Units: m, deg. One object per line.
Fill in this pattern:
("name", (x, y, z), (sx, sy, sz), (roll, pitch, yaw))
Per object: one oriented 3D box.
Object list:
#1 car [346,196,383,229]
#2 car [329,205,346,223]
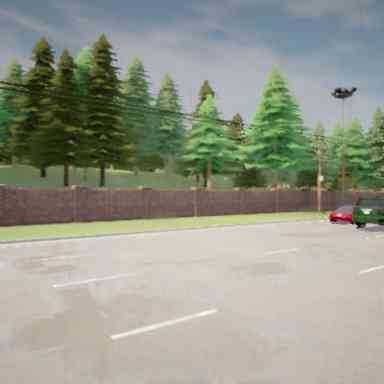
("car", (12.522, 1.301, 21.274), (5.566, 2.045, 2.150), (0, 0, -36))
("car", (12.419, 1.650, 25.498), (4.181, 1.385, 1.994), (0, 0, -35))
